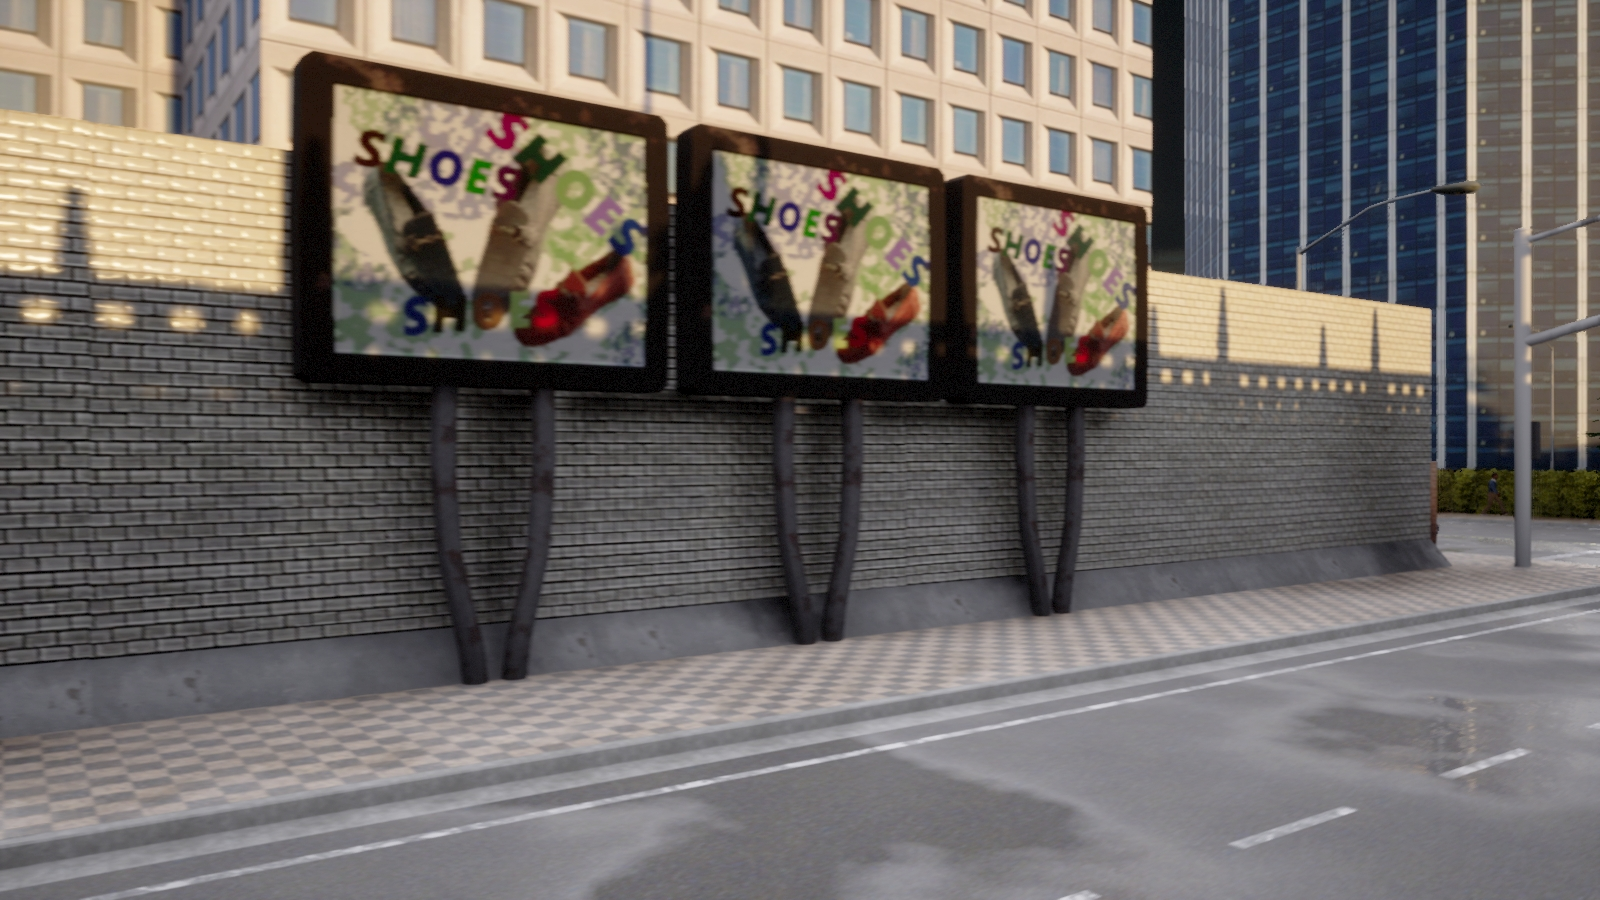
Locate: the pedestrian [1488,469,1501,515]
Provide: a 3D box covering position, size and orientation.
[{"bbox_3d":[28.038,1.697,46.116,0.375,1.860,0.375,0,0,-44],"label":"pedestrian"}]
